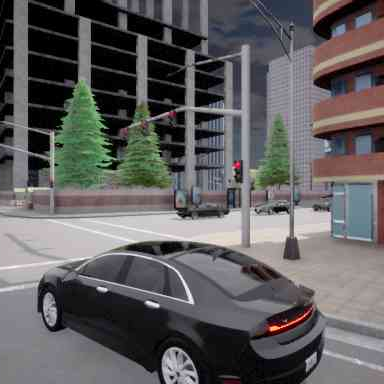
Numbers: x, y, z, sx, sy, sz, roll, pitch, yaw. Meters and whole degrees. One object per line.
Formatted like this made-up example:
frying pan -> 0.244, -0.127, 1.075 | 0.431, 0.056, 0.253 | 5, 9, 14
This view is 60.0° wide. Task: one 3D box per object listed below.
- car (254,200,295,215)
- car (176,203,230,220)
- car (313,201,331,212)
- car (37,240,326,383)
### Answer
car -> 8.579, 1.547, 34.530 | 4.902, 1.511, 2.128 | 0, 0, -35
car -> 0.987, 1.656, 29.111 | 4.718, 1.301, 1.895 | 0, 0, -36
car -> 16.675, 1.407, 40.284 | 4.553, 1.767, 2.097 | 0, 0, -35
car -> -0.585, 1.505, 5.050 | 4.892, 1.490, 1.837 | 0, 0, 41
